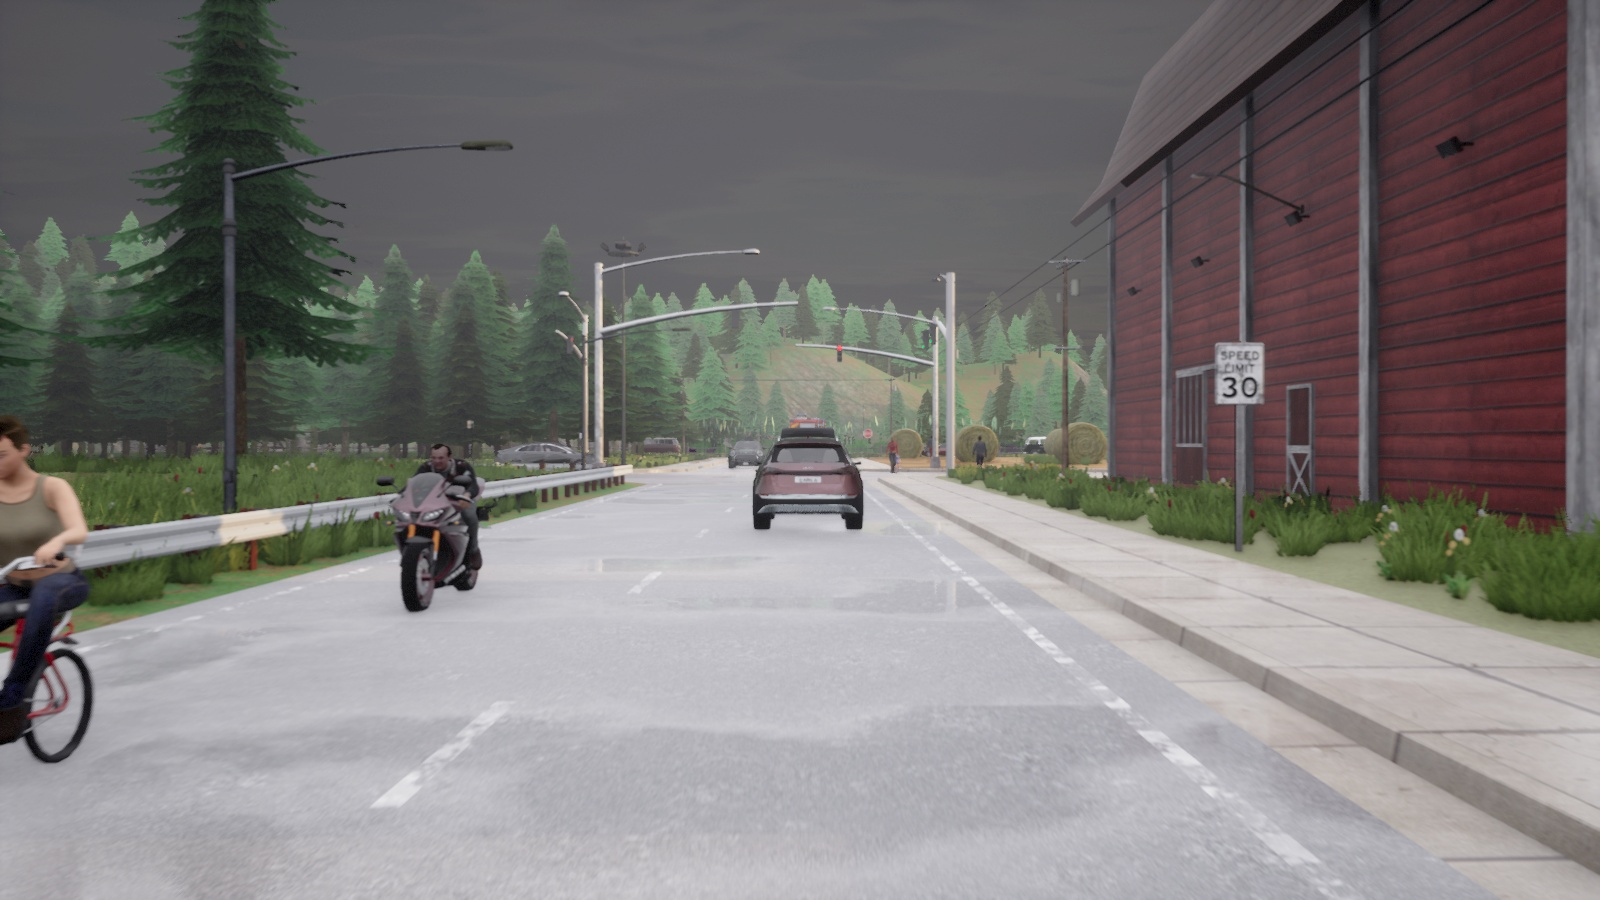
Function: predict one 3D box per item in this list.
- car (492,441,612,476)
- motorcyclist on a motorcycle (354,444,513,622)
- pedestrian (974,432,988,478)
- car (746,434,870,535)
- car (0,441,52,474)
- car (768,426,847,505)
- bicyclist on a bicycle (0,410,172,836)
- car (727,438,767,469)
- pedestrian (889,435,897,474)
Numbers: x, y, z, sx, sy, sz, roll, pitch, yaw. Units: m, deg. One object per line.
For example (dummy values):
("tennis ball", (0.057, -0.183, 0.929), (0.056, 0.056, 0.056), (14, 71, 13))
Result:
("car", (-10.877, 0.356, 55.293), (4.902, 1.511, 2.128), (0, 0, -1))
("motorcyclist on a motorcycle", (-3.417, 0.712, 11.943), (0.866, 1.530, 2.191), (0, 0, 0))
("pedestrian", (7.769, 0.224, 53.977), (0.423, 1.949, 0.788), (0, 0, -4))
("car", (0.146, 0.548, 22.963), (2.033, 1.649, 4.856), (0, 0, 0))
("car", (-37.923, 0.338, 58.529), (5.008, 1.535, 1.882), (0, 0, 0))
("car", (0.199, 0.362, 32.159), (1.905, 1.878, 3.866), (0, 0, 0))
("bicyclist on a bicycle", (-3.462, 0.650, 5.300), (0.866, 1.612, 1.509), (0, 0, 0))
("car", (-3.067, 0.189, 73.430), (2.097, 1.767, 4.553), (0, 0, 0))
("pedestrian", (4.411, 0.190, 59.595), (0.331, 1.846, 0.636), (0, 0, -4))
